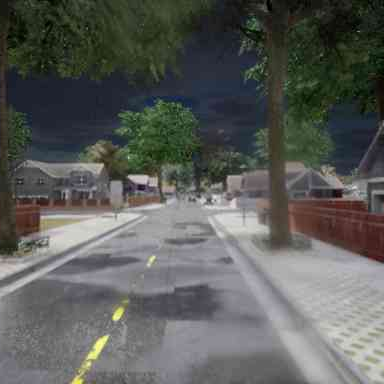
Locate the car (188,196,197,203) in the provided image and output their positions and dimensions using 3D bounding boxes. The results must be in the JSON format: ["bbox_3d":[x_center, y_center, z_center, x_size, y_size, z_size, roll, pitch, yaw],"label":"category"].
[{"bbox_3d":[0.053,1.725,83.125,2.097,1.767,4.553,0,0,0],"label":"car"}]

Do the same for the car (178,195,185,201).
[{"bbox_3d":[-2.695,1.535,86.911,2.128,1.511,4.902,0,0,0],"label":"car"}]

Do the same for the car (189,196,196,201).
[{"bbox_3d":[0.059,1.800,93.157,1.812,1.442,4.674,0,0,0],"label":"car"}]
